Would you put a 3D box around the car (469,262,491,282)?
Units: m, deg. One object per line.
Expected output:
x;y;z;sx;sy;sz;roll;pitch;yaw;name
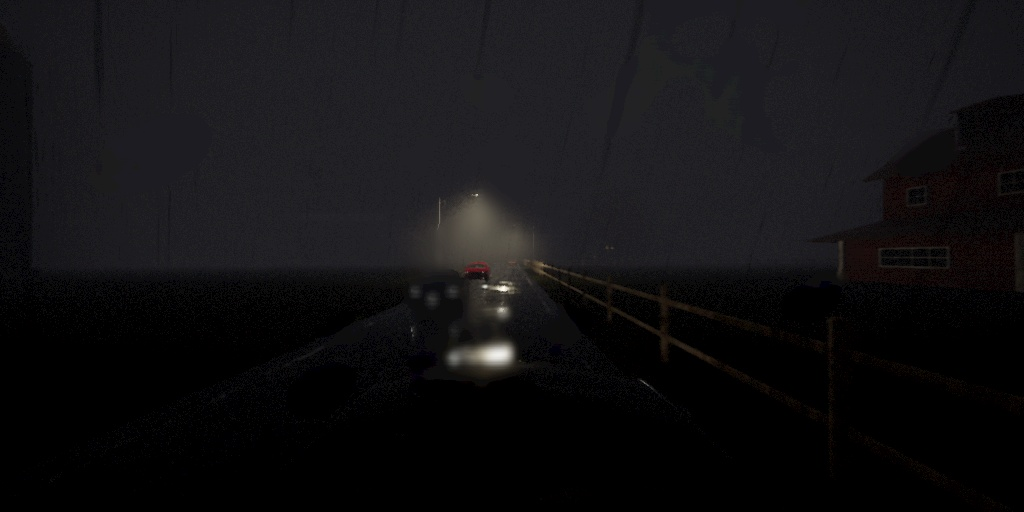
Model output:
-2.792;1.241;29.612;1.882;1.535;5.008;0;0;1;car

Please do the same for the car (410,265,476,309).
-2.802;1.280;15.018;1.812;1.442;4.674;0;0;1;car
